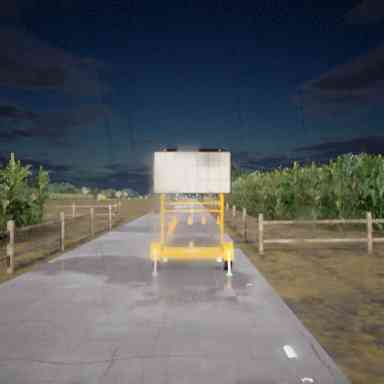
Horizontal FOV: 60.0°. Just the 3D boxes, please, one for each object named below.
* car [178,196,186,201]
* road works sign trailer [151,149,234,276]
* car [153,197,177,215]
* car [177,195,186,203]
[{"bbox_3d":[-2.699,1.779,90.362,1.837,1.490,4.892,0,0,0],"label":"car"},{"bbox_3d":[0.007,0.463,10.346,2.380,3.560,2.880,0,0,0],"label":"road works sign trailer"},{"bbox_3d":[-2.830,1.535,34.595,1.837,1.490,4.892,0,0,0],"label":"car"},{"bbox_3d":[-2.708,1.537,75.864,2.097,1.767,4.553,0,0,0],"label":"car"}]
